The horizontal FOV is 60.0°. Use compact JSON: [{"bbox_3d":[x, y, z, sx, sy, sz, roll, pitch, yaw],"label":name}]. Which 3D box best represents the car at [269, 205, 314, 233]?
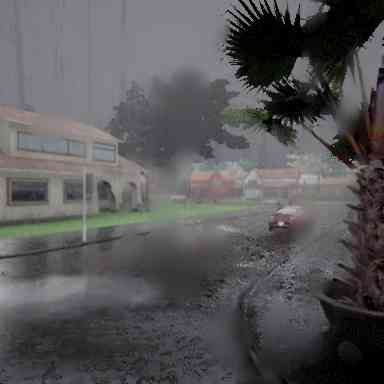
[{"bbox_3d":[5.895,1.512,19.581,1.812,1.442,4.674,0,0,31],"label":"car"}]

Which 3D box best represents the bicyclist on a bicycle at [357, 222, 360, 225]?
[{"bbox_3d":[9.387,1.344,17.135,1.656,1.620,0.582,0,0,30],"label":"bicyclist on a bicycle"}]
